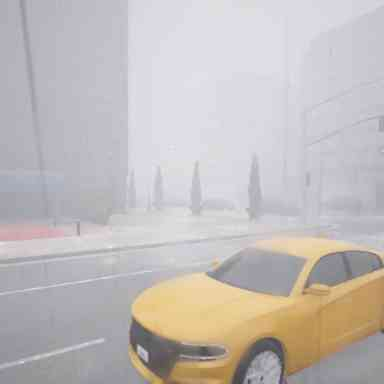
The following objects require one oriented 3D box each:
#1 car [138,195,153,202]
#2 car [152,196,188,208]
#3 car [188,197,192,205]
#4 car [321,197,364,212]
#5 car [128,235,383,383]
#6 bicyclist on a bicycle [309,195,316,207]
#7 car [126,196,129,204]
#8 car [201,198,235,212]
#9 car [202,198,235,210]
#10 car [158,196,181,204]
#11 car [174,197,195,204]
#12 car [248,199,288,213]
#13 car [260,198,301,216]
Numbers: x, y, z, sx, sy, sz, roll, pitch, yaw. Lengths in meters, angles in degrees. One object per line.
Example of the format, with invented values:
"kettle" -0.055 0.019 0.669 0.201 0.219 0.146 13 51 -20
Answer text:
"car" -9.676 1.384 70.378 1.882 1.535 5.008 0 0 -35
"car" -3.308 1.548 48.782 2.033 1.411 5.357 0 0 -35
"car" -2.179 1.601 53.302 1.895 1.301 4.718 0 0 -35
"car" 17.121 1.352 38.128 2.097 1.767 4.553 0 0 -35
"car" 1.498 1.477 5.059 5.008 1.535 1.882 0 0 -35
"bicyclist on a bicycle" 16.964 1.301 46.732 1.656 1.620 0.582 0 0 -35
"car" -12.310 1.536 61.902 1.812 1.442 4.674 0 0 -35
"car" 3.026 1.491 39.661 2.128 1.511 4.902 0 0 -35
"car" 3.539 1.526 45.059 1.812 1.442 4.674 0 0 -35
"car" -4.210 1.491 62.608 2.128 1.511 4.902 0 0 -34
"car" -1.469 1.601 64.801 1.895 1.301 4.718 0 0 -34
"car" 8.535 1.564 37.866 1.994 1.385 4.181 0 0 -35
"car" 8.219 1.352 32.185 2.097 1.767 4.553 0 0 -35
